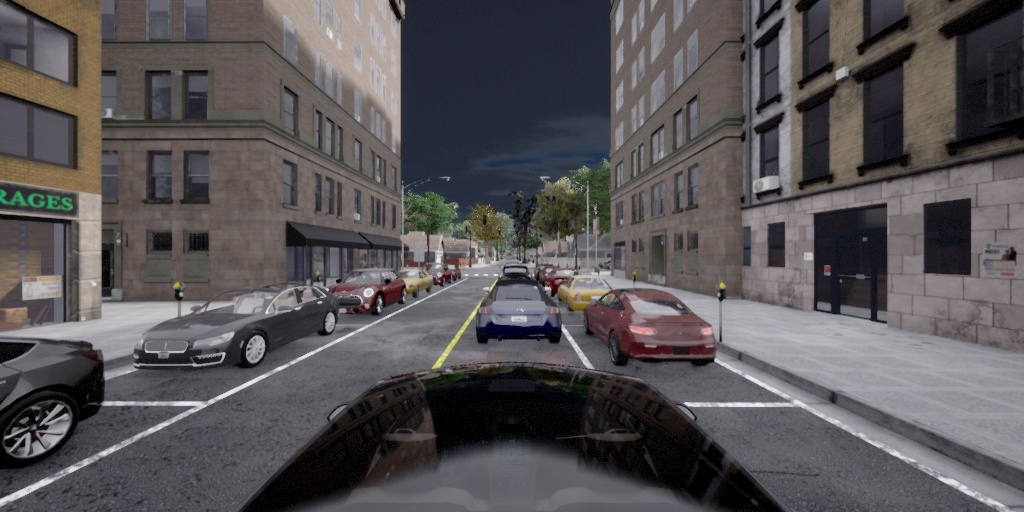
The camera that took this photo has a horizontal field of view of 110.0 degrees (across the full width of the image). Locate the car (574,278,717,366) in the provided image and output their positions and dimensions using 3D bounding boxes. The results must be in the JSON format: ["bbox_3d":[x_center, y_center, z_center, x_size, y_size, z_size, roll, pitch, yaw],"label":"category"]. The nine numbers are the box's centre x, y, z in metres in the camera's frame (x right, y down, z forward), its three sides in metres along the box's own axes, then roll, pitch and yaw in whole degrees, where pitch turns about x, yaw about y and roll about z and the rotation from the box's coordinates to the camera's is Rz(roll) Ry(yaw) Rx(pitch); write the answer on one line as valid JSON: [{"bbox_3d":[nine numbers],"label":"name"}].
[{"bbox_3d":[2.661,1.331,7.676,1.802,1.307,4.207,0,0,0],"label":"car"}]

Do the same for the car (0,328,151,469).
[{"bbox_3d":[-5.393,1.316,2.197,1.948,1.339,4.313,0,0,0],"label":"car"}]

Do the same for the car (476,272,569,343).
[{"bbox_3d":[0.140,1.313,9.651,1.994,1.385,4.181,0,0,0],"label":"car"}]

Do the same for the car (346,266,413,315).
[{"bbox_3d":[-5.334,1.189,13.233,1.967,1.591,4.097,0,0,0],"label":"car"}]

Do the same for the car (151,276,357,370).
[{"bbox_3d":[-5.364,1.299,7.715,2.007,1.370,4.403,0,0,0],"label":"car"}]

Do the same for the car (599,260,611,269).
[{"bbox_3d":[14.987,1.156,49.404,4.902,1.511,2.128,0,0,0],"label":"car"}]

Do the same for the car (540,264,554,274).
[{"bbox_3d":[2.720,1.296,18.712,1.888,1.381,4.507,0,0,0],"label":"car"}]

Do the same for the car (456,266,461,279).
[{"bbox_3d":[-5.247,1.336,29.790,1.802,1.307,4.207,0,0,0],"label":"car"}]

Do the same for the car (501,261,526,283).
[{"bbox_3d":[0.130,1.232,29.316,1.882,1.535,5.008,0,0,0],"label":"car"}]

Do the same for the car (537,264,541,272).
[{"bbox_3d":[2.749,1.334,24.230,1.802,1.307,4.207,0,0,0],"label":"car"}]

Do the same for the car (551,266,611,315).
[{"bbox_3d":[2.691,1.275,13.364,1.751,1.417,4.829,0,0,0],"label":"car"}]

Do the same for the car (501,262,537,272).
[{"bbox_3d":[0.186,1.256,19.636,1.837,1.490,4.892,0,0,0],"label":"car"}]

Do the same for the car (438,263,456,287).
[{"bbox_3d":[-5.276,1.192,24.271,1.967,1.591,4.097,0,0,0],"label":"car"}]

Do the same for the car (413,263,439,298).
[{"bbox_3d":[-5.306,1.276,18.582,1.751,1.417,4.829,0,0,0],"label":"car"}]
